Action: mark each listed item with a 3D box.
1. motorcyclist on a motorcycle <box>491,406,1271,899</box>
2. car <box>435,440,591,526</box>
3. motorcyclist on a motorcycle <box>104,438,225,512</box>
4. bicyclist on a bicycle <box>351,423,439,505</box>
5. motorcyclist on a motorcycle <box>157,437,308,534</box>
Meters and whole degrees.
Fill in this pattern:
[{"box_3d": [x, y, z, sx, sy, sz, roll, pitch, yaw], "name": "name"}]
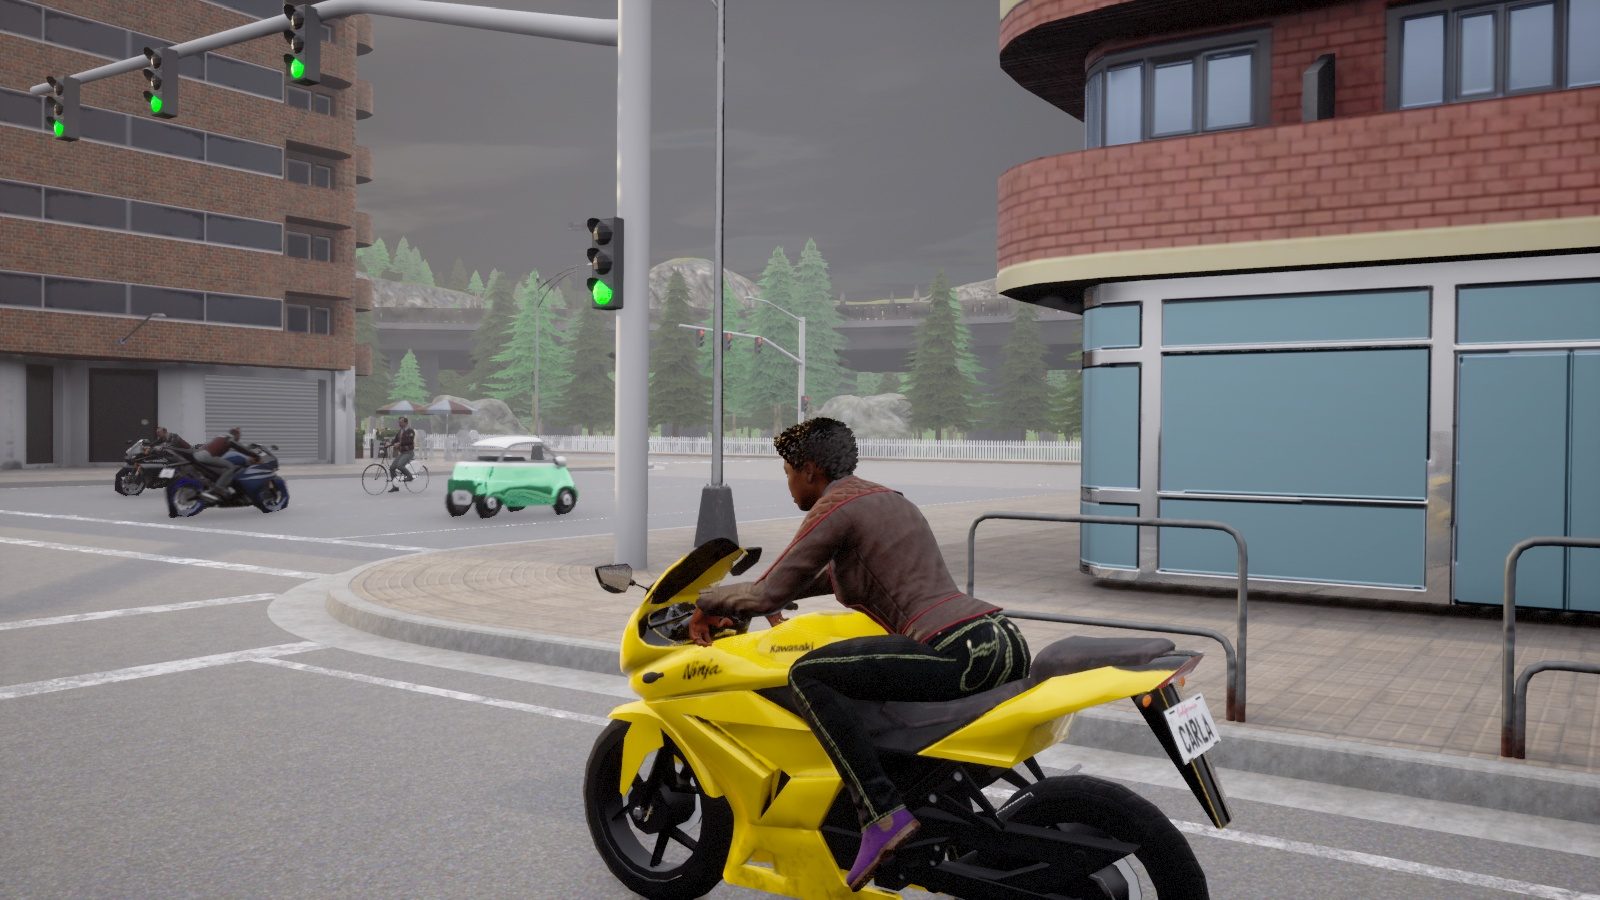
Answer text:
[{"box_3d": [0.158, 0.664, 3.519, 2.044, 1.523, 0.797, 0, 1, 34], "name": "motorcyclist on a motorcycle"}, {"box_3d": [-4.976, 0.532, 21.898, 1.481, 1.376, 2.207, 0, 1, 34], "name": "car"}, {"box_3d": [-13.873, 0.517, 27.482, 0.866, 1.530, 2.191, 0, 1, 34], "name": "motorcyclist on a motorcycle"}, {"box_3d": [-9.107, 0.298, 28.300, 0.659, 1.776, 1.843, 0, 1, 34], "name": "bicyclist on a bicycle"}, {"box_3d": [-9.591, 0.562, 21.306, 0.866, 1.530, 2.191, 0, 1, 34], "name": "motorcyclist on a motorcycle"}]
